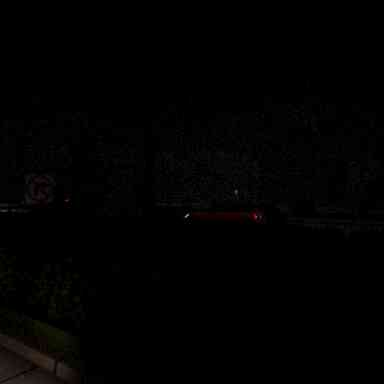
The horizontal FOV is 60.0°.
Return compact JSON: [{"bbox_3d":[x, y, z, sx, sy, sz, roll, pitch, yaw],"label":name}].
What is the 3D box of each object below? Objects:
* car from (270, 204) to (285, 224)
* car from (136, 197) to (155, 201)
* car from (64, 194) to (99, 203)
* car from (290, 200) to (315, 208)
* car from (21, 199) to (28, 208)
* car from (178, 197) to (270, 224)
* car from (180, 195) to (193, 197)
[{"bbox_3d":[5.035,1.525,23.172,1.784,1.438,3.905,0,0,35],"label":"car"},{"bbox_3d":[-7.695,1.581,54.702,1.994,1.385,4.181,0,0,36],"label":"car"},{"bbox_3d":[-14.960,1.240,44.524,2.150,2.045,5.566,0,0,37],"label":"car"},{"bbox_3d":[11.460,1.511,34.382,1.816,1.474,4.193,0,0,35],"label":"car"},{"bbox_3d":[-19.633,1.245,44.220,2.150,2.045,5.566,0,0,36],"label":"car"},{"bbox_3d":[1.757,1.356,18.808,4.553,1.767,2.097,0,0,25],"label":"car"},{"bbox_3d":[-0.676,1.371,64.485,2.097,1.767,4.553,0,0,36],"label":"car"}]
